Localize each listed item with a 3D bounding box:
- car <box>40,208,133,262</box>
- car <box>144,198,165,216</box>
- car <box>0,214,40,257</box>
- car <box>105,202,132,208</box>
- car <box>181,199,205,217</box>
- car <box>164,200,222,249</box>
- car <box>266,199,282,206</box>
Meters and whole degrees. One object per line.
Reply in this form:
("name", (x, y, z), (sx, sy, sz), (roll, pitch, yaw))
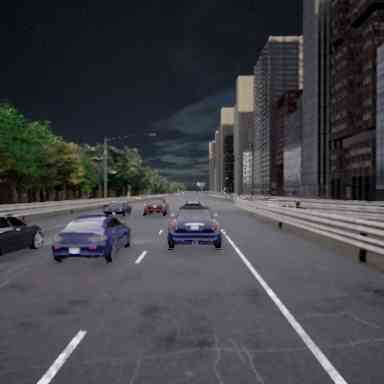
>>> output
("car", (-3.402, 1.525, 11.920), (1.812, 1.442, 4.674), (0, 0, 0))
("car", (-3.403, 1.360, 32.602), (2.097, 1.767, 4.553), (0, 0, 0))
("car", (-6.908, 1.504, 11.487), (1.837, 1.490, 4.892), (0, 0, 0))
("car", (-6.904, 1.608, 31.532), (1.895, 1.301, 4.718), (0, 0, 0))
("car", (0.097, 1.499, 32.813), (2.128, 1.511, 4.902), (0, 0, 0))
("car", (0.099, 1.352, 14.605), (2.097, 1.767, 4.553), (0, 0, 0))
("car", (10.441, 1.665, 45.812), (1.895, 1.301, 4.718), (0, 0, -14))
